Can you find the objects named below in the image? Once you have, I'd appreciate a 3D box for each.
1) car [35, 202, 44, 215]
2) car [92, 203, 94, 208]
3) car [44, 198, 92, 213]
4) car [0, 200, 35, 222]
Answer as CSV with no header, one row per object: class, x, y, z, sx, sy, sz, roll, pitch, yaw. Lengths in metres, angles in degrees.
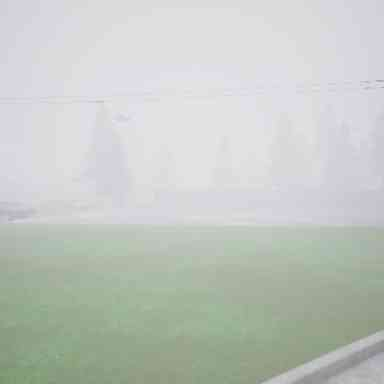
car,-15.919,1.476,29.010,4.892,1.490,1.837,0,0,7
car,-13.952,1.481,39.355,4.674,1.442,1.812,0,0,7
car,-13.825,1.438,35.808,5.008,1.535,1.882,0,0,7
car,-15.065,1.453,25.381,5.008,1.535,1.882,0,0,7
